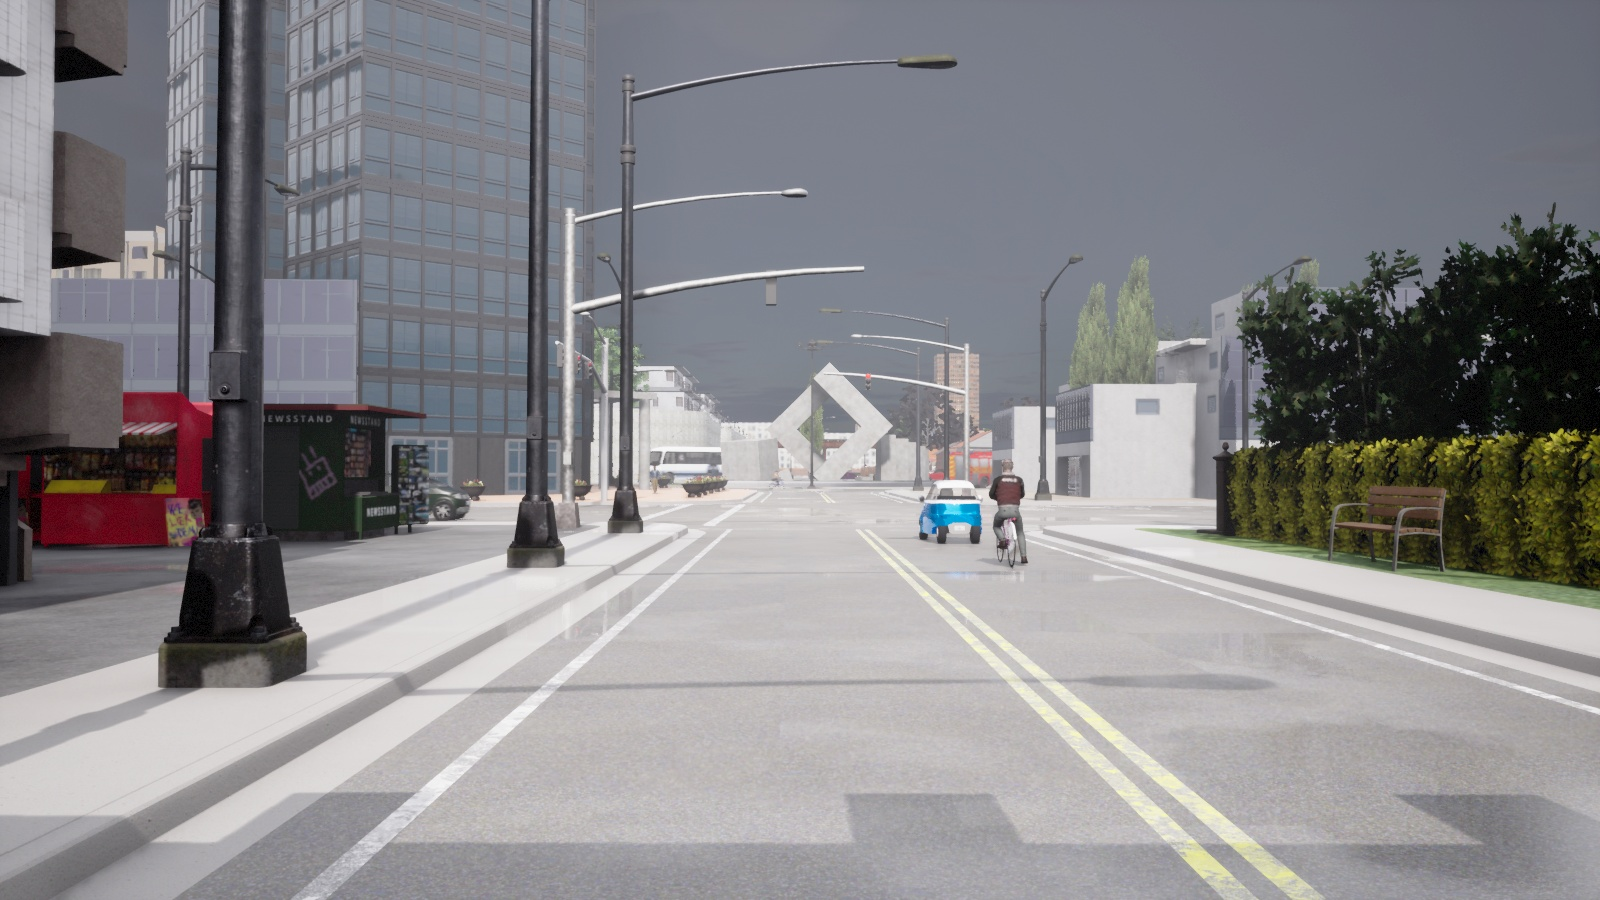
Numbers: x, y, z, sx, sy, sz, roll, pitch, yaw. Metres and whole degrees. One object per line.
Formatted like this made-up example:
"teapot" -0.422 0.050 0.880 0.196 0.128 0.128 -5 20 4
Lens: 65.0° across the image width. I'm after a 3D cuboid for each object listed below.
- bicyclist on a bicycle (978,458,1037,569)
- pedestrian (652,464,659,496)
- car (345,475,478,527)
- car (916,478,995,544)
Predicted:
"bicyclist on a bicycle" 3.446 1.023 21.000 0.659 1.776 1.843 0 -1 0
"pedestrian" -8.932 1.845 77.451 0.423 1.949 0.788 0 -1 -8
"car" -12.433 1.619 40.375 3.705 1.549 1.789 -1 -1 -1
"car" 3.429 1.324 27.981 1.481 1.376 2.207 0 -1 0
